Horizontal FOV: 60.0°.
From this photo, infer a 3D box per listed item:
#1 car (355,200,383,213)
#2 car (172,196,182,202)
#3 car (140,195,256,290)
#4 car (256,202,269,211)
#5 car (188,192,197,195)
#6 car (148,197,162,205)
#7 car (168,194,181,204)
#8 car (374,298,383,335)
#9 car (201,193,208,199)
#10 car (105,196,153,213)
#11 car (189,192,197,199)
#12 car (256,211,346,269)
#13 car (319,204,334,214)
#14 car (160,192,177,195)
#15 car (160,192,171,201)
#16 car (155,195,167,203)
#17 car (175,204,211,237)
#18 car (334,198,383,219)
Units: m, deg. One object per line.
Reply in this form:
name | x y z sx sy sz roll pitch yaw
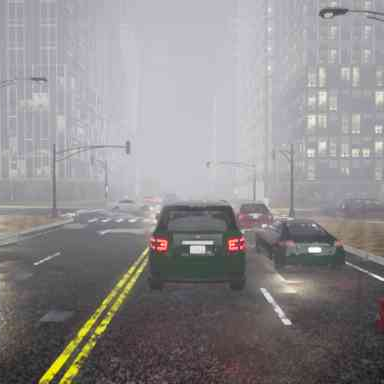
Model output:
car | 21.871 1.632 38.699 4.829 1.417 1.752 1 0 1
car | -3.137 1.516 71.617 1.895 1.301 4.718 0 0 0
car | 0.116 1.215 9.198 2.150 2.045 5.566 0 0 0
car | 3.381 1.337 19.740 2.097 1.767 4.553 0 0 0
car | 0.130 1.421 81.655 1.812 1.442 4.674 0 0 0
car | -6.478 1.541 58.958 1.895 1.301 4.718 0 0 0
car | -3.216 1.288 61.563 2.097 1.767 4.553 0 0 0
car | 3.354 1.599 2.302 1.895 1.301 4.718 0 0 0
car | 3.396 1.196 91.649 1.882 1.535 5.008 0 0 0
car | -6.830 1.443 35.229 4.674 1.442 1.812 0 1 -20
car | 0.146 0.943 91.684 2.150 2.045 5.566 0 0 0
car | 3.368 1.556 11.127 1.994 1.385 4.181 0 0 0
car | 16.780 1.652 36.197 5.357 1.411 2.033 0 1 1
car | -3.281 1.172 51.752 2.150 2.045 5.566 0 0 -1
car | -6.374 1.133 79.782 2.150 2.045 5.566 0 0 0
car | -6.390 1.402 69.212 1.882 1.535 5.008 0 0 0
car | 0.127 1.511 18.880 1.812 1.442 4.674 0 0 2
car | 16.249 1.511 30.421 5.009 1.841 2.192 1 0 1
